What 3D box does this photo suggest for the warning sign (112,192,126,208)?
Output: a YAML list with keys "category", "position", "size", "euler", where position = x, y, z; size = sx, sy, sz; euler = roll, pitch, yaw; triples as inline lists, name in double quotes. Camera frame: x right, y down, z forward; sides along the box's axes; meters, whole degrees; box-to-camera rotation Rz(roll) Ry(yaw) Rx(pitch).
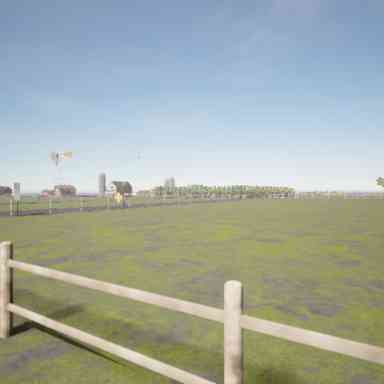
- category: "warning sign"
  position: [-8.888, 0.950, 40.408]
  size: [1.300, 1.860, 1.060]
  euler: [-1, 0, 31]
